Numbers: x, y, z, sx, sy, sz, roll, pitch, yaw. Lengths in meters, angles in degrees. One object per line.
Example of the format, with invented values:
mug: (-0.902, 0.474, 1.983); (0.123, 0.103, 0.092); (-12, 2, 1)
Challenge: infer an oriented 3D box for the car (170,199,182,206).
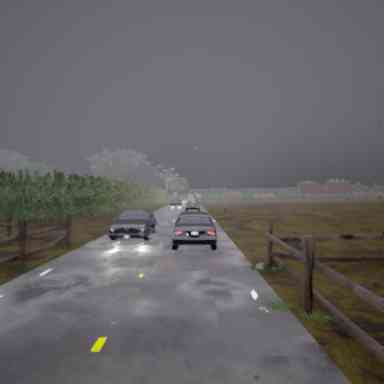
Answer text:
car: (-2.813, 1.841, 58.840); (1.994, 1.385, 4.181); (0, 0, 1)

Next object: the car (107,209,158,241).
car: (-2.855, 1.586, 17.182); (2.033, 1.411, 5.357); (0, 0, 0)

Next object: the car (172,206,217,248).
car: (0.097, 1.579, 14.799); (2.033, 1.411, 5.357); (0, 0, 0)

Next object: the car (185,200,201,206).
car: (0.085, 1.701, 41.612); (2.033, 1.411, 5.357); (0, 0, 0)
